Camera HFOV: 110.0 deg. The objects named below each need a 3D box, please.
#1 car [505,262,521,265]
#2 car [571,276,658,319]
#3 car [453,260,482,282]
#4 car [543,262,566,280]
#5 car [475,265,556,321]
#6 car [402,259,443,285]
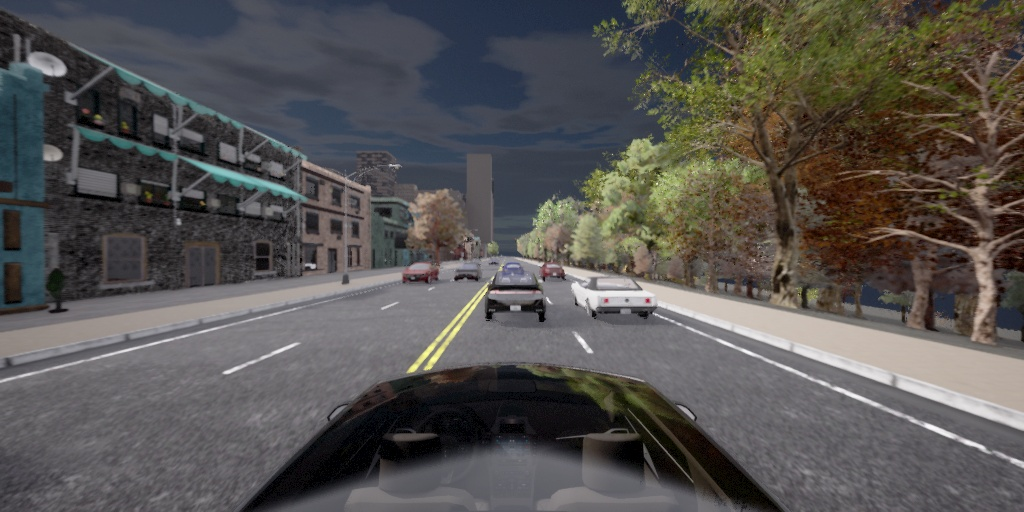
[{"bbox_3d":[0.103,1.249,30.404,1.812,1.442,4.674,0,0,0],"label":"car"},{"bbox_3d":[3.351,1.341,12.753,1.895,1.301,4.718,0,0,0],"label":"car"},{"bbox_3d":[-3.347,1.273,28.472,2.033,1.411,5.357,0,0,0],"label":"car"},{"bbox_3d":[3.354,1.249,30.393,1.812,1.442,4.674,0,0,0],"label":"car"},{"bbox_3d":[0.101,1.232,12.402,2.128,1.511,4.902,0,0,0],"label":"car"},{"bbox_3d":[-6.595,1.205,26.377,1.882,1.535,5.008,0,0,0],"label":"car"}]
